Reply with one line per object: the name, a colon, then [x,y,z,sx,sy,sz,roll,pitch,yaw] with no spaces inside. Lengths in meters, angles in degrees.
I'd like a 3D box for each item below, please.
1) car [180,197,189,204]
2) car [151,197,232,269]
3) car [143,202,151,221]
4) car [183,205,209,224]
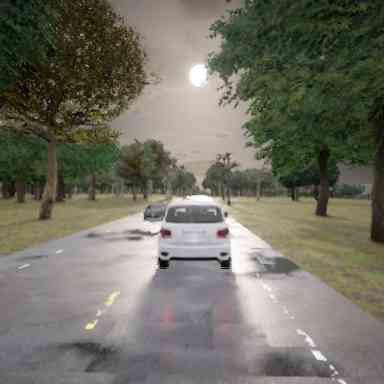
car: [-1.580,1.911,73.565,1.812,1.442,4.674,0,0,2]
car: [0.116,1.285,11.584,2.150,2.045,5.566,0,0,1]
car: [-3.191,1.669,29.528,1.837,1.490,4.892,0,0,0]
car: [0.391,1.752,27.054,1.895,1.301,4.718,0,0,2]
